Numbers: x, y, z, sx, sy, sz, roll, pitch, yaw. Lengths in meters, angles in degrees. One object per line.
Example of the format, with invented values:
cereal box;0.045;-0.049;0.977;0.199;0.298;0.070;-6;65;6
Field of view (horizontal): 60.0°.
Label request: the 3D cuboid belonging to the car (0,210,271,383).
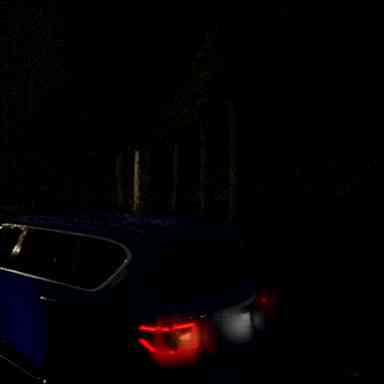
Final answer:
car;-1.660;1.297;4.800;5.566;2.045;2.150;1;1;37
